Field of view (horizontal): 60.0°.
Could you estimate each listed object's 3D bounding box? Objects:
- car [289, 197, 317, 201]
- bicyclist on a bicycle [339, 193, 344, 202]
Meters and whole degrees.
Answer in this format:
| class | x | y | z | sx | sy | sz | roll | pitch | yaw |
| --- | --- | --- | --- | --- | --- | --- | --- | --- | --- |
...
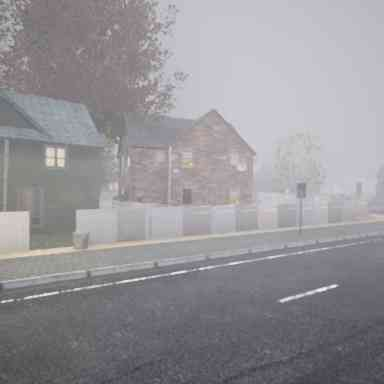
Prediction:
| class | x | y | z | sx | sy | sz | roll | pitch | yaw |
| --- | --- | --- | --- | --- | --- | --- | --- | --- | --- |
| car | 13.902 | 1.071 | 41.230 | 2.128 | 1.511 | 4.902 | 1 | 1 | -20 |
| bicyclist on a bicycle | 19.457 | 1.001 | 43.117 | 1.656 | 1.620 | 0.582 | 1 | 0 | -20 |
